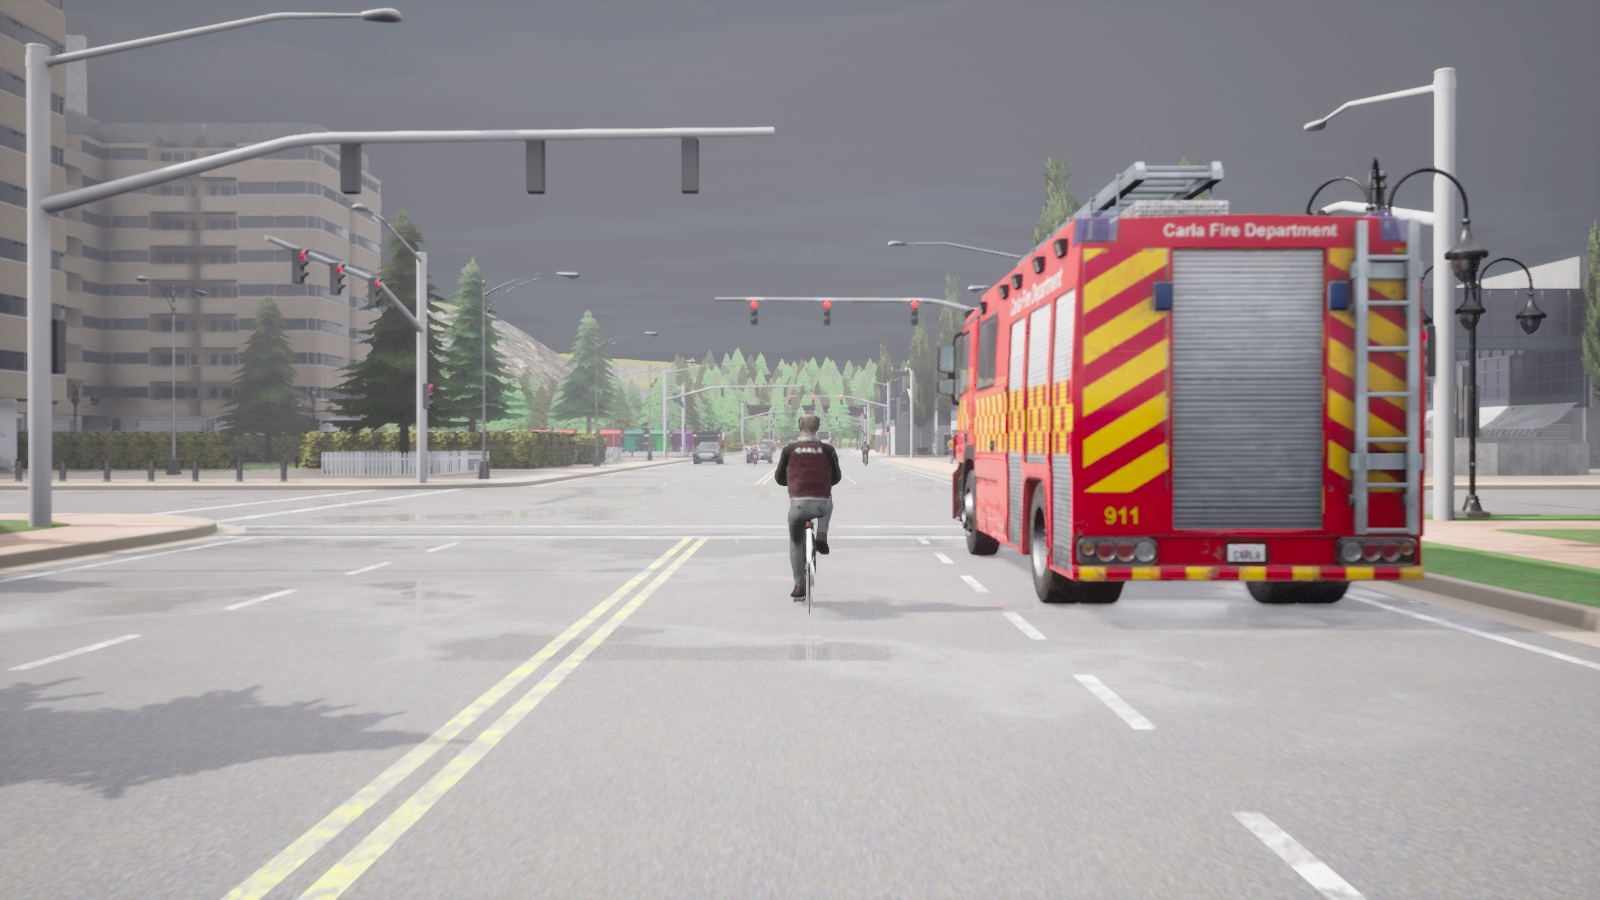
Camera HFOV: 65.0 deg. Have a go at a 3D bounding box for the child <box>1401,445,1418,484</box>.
[{"bbox_3d":[19.994,0.472,41.200,0.437,1.263,0.270,0,0,-6],"label":"child"}]

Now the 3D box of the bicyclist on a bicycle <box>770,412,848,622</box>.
[{"bbox_3d":[0.082,0.552,11.528,0.659,1.776,1.843,0,1,0],"label":"bicyclist on a bicycle"}]

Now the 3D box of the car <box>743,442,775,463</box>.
[{"bbox_3d":[-2.953,0.190,91.988,2.128,1.511,4.902,0,0,0],"label":"car"}]

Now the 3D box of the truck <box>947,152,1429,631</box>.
[{"bbox_3d":[3.599,-0.494,14.281,2.891,3.827,8.468,0,0,0],"label":"truck"}]

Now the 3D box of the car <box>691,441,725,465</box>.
[{"bbox_3d":[-6.472,0.179,88.751,2.033,1.649,4.856,0,0,0],"label":"car"}]
